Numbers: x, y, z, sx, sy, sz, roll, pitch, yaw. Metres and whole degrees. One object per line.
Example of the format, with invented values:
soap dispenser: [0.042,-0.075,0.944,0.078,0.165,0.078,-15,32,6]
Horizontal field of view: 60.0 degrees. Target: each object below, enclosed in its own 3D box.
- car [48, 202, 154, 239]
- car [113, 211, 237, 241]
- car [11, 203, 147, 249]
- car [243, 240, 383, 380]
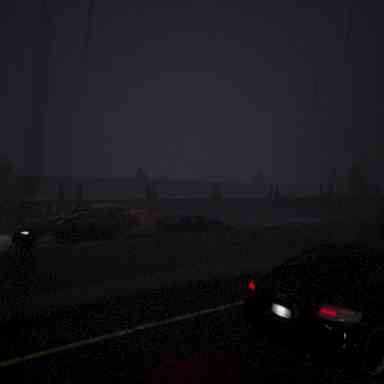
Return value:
car: [-4.699,1.380,17.379,5.008,1.535,1.882,0,0,-31]
car: [-0.361,1.482,11.835,4.181,1.385,1.994,0,0,-31]
car: [-4.491,1.418,13.389,4.902,1.511,2.128,0,0,-32]
car: [2.866,1.508,5.427,4.181,1.385,1.994,-1,0,-32]
